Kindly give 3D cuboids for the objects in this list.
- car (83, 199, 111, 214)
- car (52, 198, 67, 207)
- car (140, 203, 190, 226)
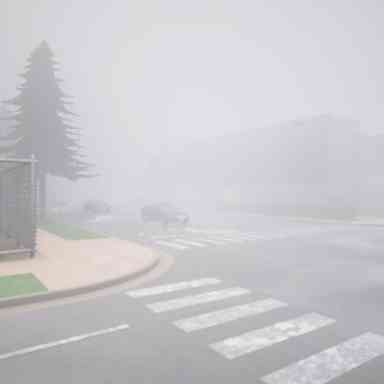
[{"bbox_3d":[-10.379,1.568,36.133,2.128,1.511,4.902,0,0,-35],"label":"car"},{"bbox_3d":[-21.031,1.661,52.686,1.994,1.385,4.181,0,0,-25],"label":"car"},{"bbox_3d":[-2.052,1.568,24.205,2.128,1.511,4.902,0,0,-35],"label":"car"}]
